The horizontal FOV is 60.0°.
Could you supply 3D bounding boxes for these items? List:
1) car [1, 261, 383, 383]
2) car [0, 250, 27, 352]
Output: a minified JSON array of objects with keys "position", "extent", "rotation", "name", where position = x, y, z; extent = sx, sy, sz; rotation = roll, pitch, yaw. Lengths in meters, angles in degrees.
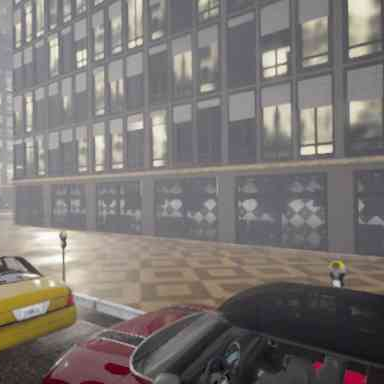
[{"position":[0.645,1.442,2.434],"extent":[4.097,1.590,1.967],"rotation":[0,-1,35],"name":"car"},{"position":[-3.991,1.542,5.739],"extent":[4.829,1.417,1.752],"rotation":[0,-1,35],"name":"car"}]
